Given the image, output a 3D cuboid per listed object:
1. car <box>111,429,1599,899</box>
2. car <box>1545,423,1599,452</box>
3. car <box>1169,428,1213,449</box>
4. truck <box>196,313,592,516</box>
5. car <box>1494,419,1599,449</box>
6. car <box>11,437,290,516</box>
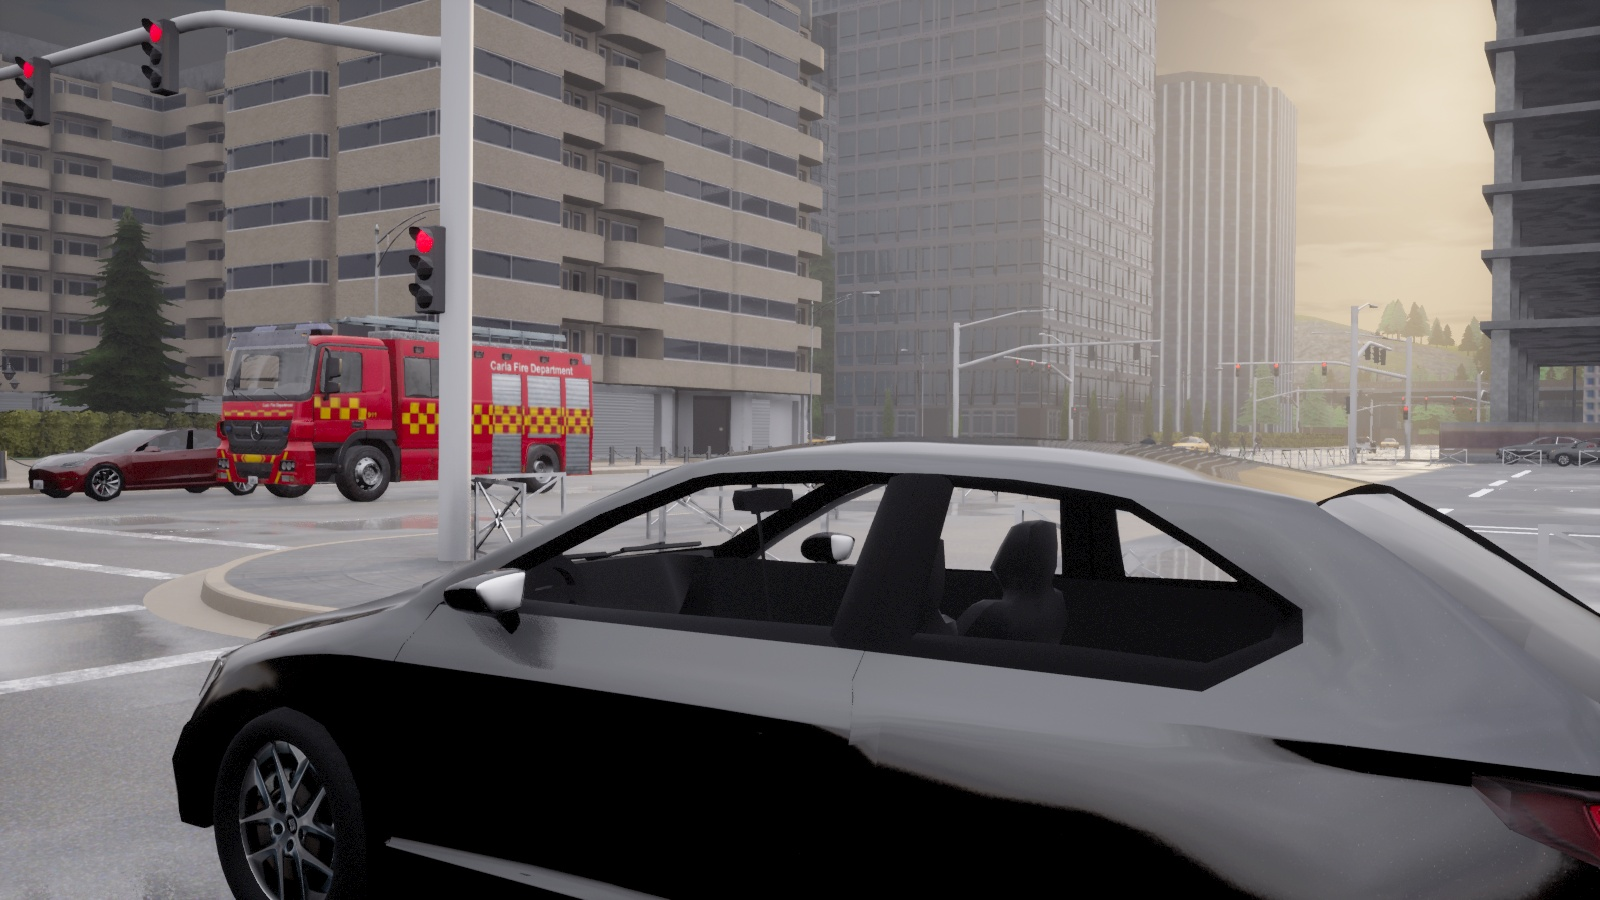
[{"bbox_3d":[0.098,0.696,3.550,4.193,1.474,1.816,0,1,33],"label":"car"},{"bbox_3d":[42.050,-0.664,66.379,4.514,1.525,2.007,0,1,32],"label":"car"},{"bbox_3d":[29.585,-0.894,94.940,1.801,1.575,5.366,0,1,32],"label":"car"},{"bbox_3d":[-8.614,-0.738,28.003,2.891,3.827,8.468,0,1,32],"label":"truck"},{"bbox_3d":[41.957,-0.889,70.566,5.027,1.651,2.152,0,1,32],"label":"car"},{"bbox_3d":[-13.616,0.491,26.643,2.163,1.488,4.792,0,1,32],"label":"car"}]
